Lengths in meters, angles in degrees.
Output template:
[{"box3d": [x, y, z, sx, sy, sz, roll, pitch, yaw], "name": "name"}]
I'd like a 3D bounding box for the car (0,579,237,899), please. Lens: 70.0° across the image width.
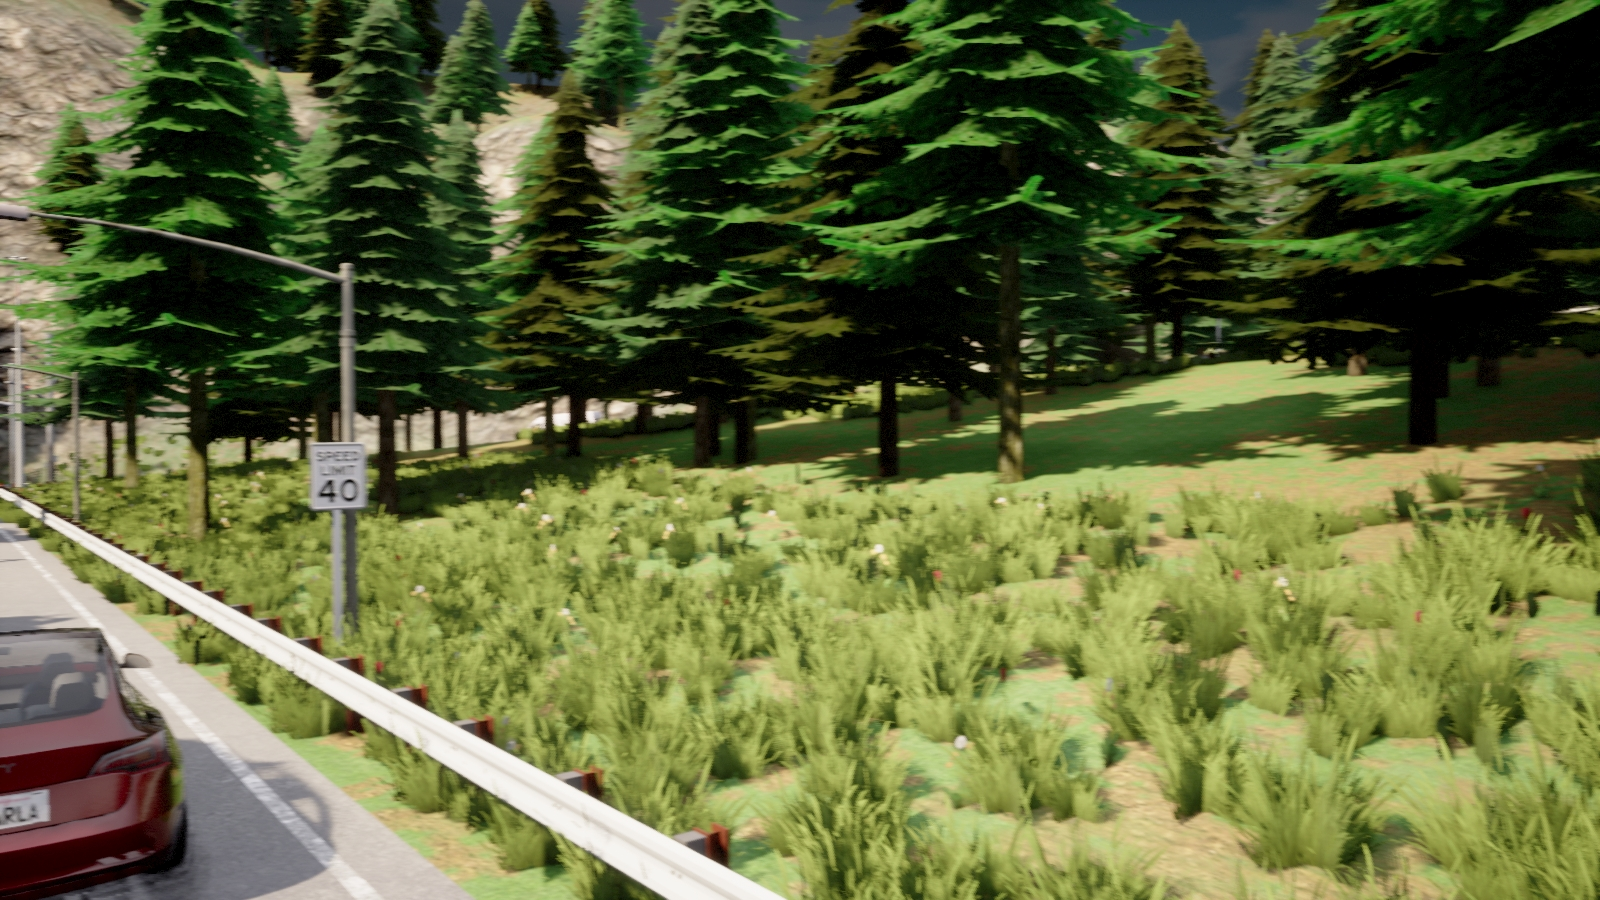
[{"box3d": [-5.695, 1.974, 8.098, 2.163, 1.488, 4.792, -1, 1, -37], "name": "car"}]
